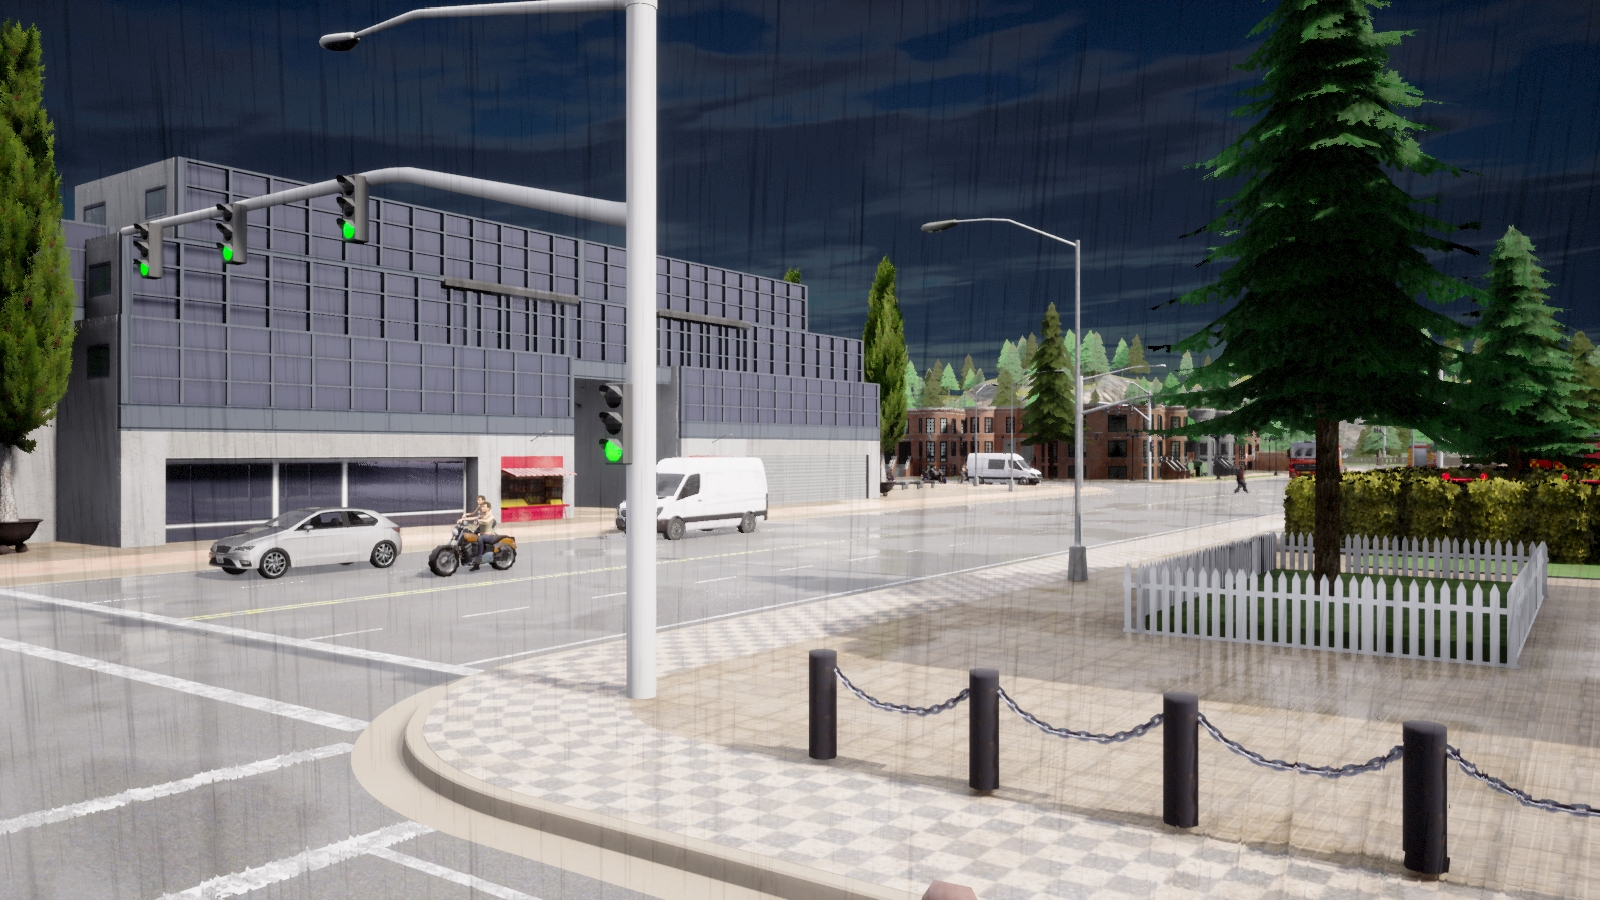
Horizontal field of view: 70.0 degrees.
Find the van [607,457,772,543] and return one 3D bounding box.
[{"bbox_3d":[-3.494,1.534,37.457,1.988,2.561,5.915,0,0,35],"label":"van"}]

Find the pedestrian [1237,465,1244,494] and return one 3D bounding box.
[{"bbox_3d":[27.622,1.848,71.596,0.375,1.860,0.375,0,0,31],"label":"pedestrian"}]

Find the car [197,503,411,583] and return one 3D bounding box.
[{"bbox_3d":[-11.323,2.066,26.349,1.816,1.474,4.193,0,0,35],"label":"car"}]

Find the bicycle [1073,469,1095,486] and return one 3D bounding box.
[{"bbox_3d":[22.465,2.158,90.460,1.487,1.276,0.859,0,0,36],"label":"bicycle"}]

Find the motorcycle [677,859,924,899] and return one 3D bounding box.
[{"bbox_3d":[0.509,2.205,3.428,2.209,1.251,0.867,0,0,35],"label":"motorcycle"}]

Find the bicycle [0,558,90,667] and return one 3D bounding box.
[{"bbox_3d":[-10.471,2.158,15.235,0.859,1.276,1.487,0,0,36],"label":"bicycle"}]
